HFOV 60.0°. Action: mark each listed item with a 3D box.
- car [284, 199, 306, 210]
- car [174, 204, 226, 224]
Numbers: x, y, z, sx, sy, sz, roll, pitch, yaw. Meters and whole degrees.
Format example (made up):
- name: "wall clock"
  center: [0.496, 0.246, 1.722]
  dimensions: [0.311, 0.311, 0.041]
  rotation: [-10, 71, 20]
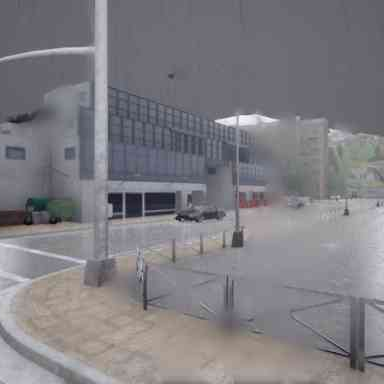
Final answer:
- name: "car"
  center: [14.190, 1.664, 45.886]
  dimensions: [2.128, 1.511, 4.902]
  rotation: [0, 0, 36]
- name: "car"
  center: [0.819, 1.719, 27.252]
  dimensions: [2.033, 1.411, 5.357]
  rotation: [0, 0, 35]
